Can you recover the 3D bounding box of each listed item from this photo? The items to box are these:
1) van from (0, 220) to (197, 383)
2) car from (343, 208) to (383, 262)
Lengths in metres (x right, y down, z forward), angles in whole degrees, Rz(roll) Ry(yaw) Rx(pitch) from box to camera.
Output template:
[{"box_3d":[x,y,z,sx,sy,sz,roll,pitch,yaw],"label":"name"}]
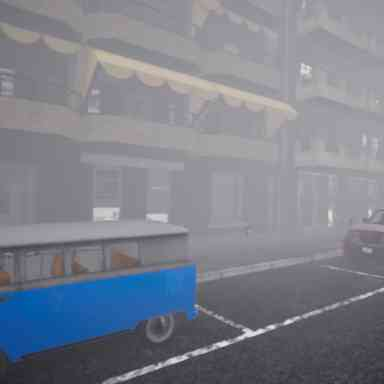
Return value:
[{"box_3d":[-1.812,1.350,4.779,3.998,1.788,1.690,0,1,-35],"label":"van"},{"box_3d":[7.191,1.406,11.203,5.009,1.841,2.192,1,1,-35],"label":"car"}]
